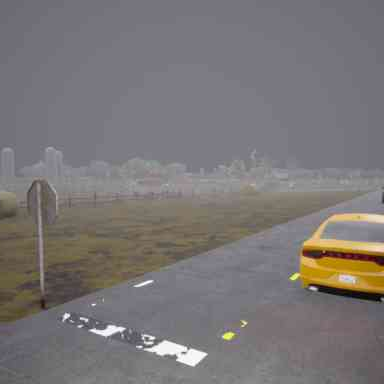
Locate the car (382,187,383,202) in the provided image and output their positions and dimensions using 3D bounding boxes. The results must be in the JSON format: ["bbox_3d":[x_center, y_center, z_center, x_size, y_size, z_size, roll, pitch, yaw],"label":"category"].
[{"bbox_3d":[20.068,0.054,32.760,2.150,2.045,5.566,0,2,33],"label":"car"}]

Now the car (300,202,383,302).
[{"bbox_3d":[3.944,1.231,7.673,1.882,1.535,5.008,0,2,33],"label":"car"}]
